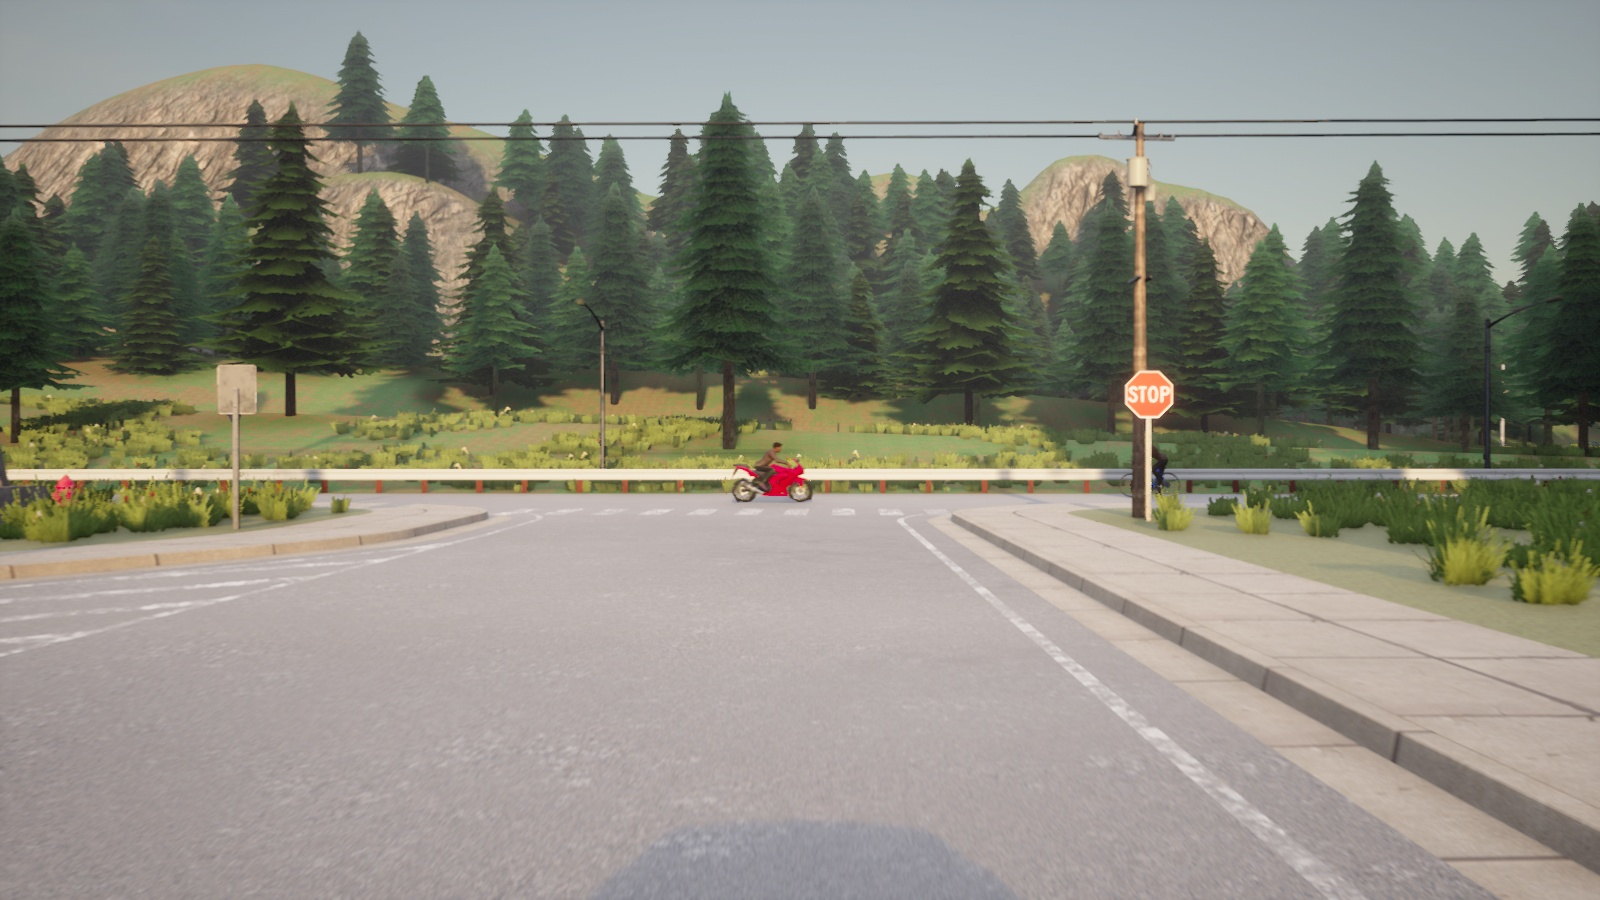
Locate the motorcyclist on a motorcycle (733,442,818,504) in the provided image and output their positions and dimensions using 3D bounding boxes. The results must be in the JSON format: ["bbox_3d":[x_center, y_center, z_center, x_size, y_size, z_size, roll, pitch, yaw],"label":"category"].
[{"bbox_3d":[-0.596,0.554,30.821,2.044,1.523,0.797,0,0,1],"label":"motorcyclist on a motorcycle"}]

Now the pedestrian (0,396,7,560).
[{"bbox_3d":[-9.549,0.315,13.949,0.874,1.855,0.900,0,0,21],"label":"pedestrian"}]

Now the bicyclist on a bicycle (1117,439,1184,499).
[{"bbox_3d":[9.517,0.515,34.086,1.656,1.620,0.582,0,0,1],"label":"bicyclist on a bicycle"}]
